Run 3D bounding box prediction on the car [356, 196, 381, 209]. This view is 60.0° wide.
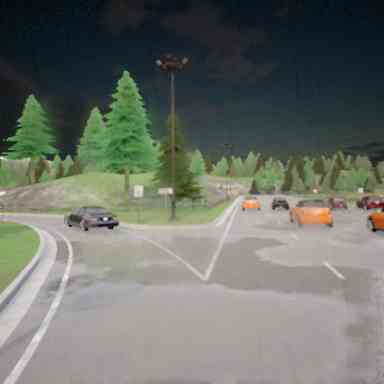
[{"bbox_3d":[21.199,1.231,39.606,2.097,1.767,4.553,0,0,9],"label":"car"}]

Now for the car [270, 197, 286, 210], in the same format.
[{"bbox_3d":[10.879,1.452,41.578,1.837,1.490,4.892,0,0,9],"label":"car"}]

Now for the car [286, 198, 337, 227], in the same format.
[{"bbox_3d":[7.910,1.310,22.466,2.097,1.767,4.553,0,0,9],"label":"car"}]

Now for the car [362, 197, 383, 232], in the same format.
[{"bbox_3d":[10.545,1.291,16.634,2.097,1.767,4.553,0,0,9],"label":"car"}]

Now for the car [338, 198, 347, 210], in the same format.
[{"bbox_3d":[17.957,1.427,41.541,1.812,1.442,4.674,0,0,9],"label":"car"}]

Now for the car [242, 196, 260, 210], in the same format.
[{"bbox_3d":[7.366,1.322,41.753,2.097,1.767,4.553,0,0,9],"label":"car"}]

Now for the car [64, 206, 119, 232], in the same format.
[{"bbox_3d":[-6.391,1.598,20.800,2.033,1.411,5.357,0,0,-37],"label":"car"}]
